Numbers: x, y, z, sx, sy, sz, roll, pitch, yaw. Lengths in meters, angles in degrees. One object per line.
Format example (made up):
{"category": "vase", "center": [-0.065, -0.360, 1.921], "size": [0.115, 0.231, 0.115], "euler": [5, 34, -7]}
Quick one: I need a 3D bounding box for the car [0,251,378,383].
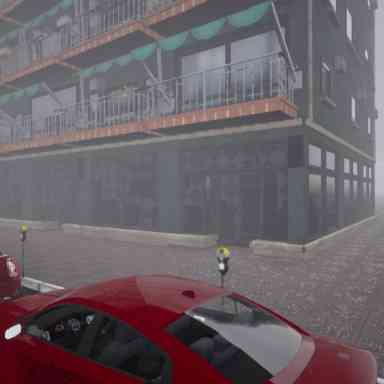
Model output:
{"category": "car", "center": [-0.634, 1.545, 3.331], "size": [4.507, 1.381, 1.887], "euler": [0, 0, 36]}

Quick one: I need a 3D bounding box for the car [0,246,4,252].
{"category": "car", "center": [-5.219, 1.440, 6.610], "size": [4.097, 1.590, 1.967], "euler": [0, 0, 36]}
